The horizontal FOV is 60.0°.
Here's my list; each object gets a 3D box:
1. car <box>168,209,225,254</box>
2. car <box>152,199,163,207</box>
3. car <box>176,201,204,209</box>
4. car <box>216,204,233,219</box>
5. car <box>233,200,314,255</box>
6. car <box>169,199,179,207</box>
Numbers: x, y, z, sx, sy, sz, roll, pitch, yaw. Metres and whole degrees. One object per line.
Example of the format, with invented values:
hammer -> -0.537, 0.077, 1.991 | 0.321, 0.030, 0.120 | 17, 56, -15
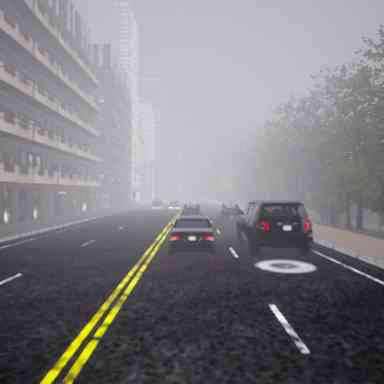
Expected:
car -> 0.005, 1.677, 13.981 | 2.033, 1.411, 5.357 | 0, 0, 0
car -> -6.527, 2.090, 63.451 | 2.128, 1.511, 4.902 | 0, -1, 1
car -> 0.012, 1.764, 29.290 | 2.128, 1.511, 4.902 | 0, 0, 0
car -> 3.262, 1.764, 29.288 | 2.128, 1.511, 4.902 | 0, 0, 0
car -> 3.255, 1.346, 14.022 | 2.150, 2.045, 5.566 | 0, 0, 0
car -> -3.272, 2.096, 64.047 | 2.128, 1.511, 4.902 | 0, 0, 1
